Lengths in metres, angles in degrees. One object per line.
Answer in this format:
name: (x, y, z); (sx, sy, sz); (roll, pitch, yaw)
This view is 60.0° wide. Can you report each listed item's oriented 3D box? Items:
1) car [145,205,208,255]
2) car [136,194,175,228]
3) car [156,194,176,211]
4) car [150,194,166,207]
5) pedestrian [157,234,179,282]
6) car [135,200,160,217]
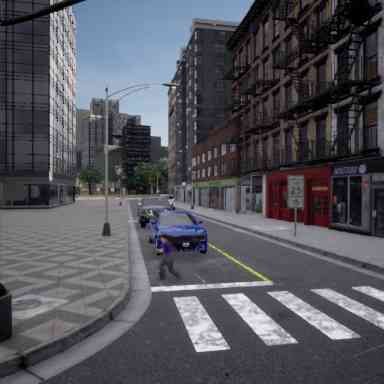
car: (-0.720, 1.534, 13.834); (1.882, 1.535, 5.008); (0, 0, -12)
car: (-2.620, 1.311, 23.559); (2.150, 2.045, 5.566); (0, 0, -11)
car: (-3.681, 1.368, 45.563); (2.150, 2.045, 5.566); (0, 0, -11)
car: (-5.724, 1.357, 55.965); (2.150, 2.045, 5.566); (0, 0, -11)
pedestrian: (-0.596, 1.607, 8.360); (0.375, 1.300, 0.375); (0, 0, -11)
car: (-4.581, 1.607, 33.596); (2.128, 1.511, 4.902); (0, 0, -11)
